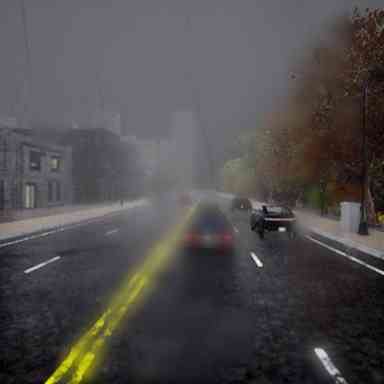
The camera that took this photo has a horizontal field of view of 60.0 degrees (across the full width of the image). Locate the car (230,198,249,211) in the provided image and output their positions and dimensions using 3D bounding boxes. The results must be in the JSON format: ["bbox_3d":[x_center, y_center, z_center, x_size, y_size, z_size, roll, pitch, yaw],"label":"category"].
[{"bbox_3d":[4.969,1.326,33.906,1.882,1.535,5.008,0,0,3],"label":"car"}]

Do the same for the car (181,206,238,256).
[{"bbox_3d":[0.638,1.482,12.781,2.033,1.411,5.357,0,0,3],"label":"car"}]

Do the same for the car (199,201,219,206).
[{"bbox_3d":[1.562,1.442,30.973,1.895,1.301,4.718,0,0,3],"label":"car"}]

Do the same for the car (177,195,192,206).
[{"bbox_3d":[-1.056,1.213,47.158,1.882,1.535,5.008,0,0,3],"label":"car"}]

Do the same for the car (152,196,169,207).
[{"bbox_3d":[-4.322,1.262,47.010,2.033,1.411,5.357,0,0,3],"label":"car"}]

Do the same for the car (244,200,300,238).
[{"bbox_3d":[4.129,1.426,17.137,2.128,1.511,4.902,0,0,3],"label":"car"}]
